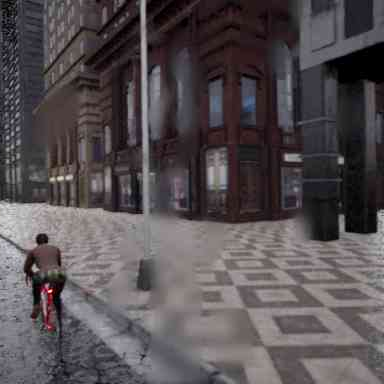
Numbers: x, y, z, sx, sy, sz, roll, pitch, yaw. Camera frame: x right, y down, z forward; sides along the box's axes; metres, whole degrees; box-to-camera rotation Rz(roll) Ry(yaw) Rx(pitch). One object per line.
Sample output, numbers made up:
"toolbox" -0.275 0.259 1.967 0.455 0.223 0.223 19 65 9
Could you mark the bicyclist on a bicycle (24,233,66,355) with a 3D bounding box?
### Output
"bicyclist on a bicycle" -2.221 1.459 5.040 0.582 1.620 1.656 -1 0 -37
